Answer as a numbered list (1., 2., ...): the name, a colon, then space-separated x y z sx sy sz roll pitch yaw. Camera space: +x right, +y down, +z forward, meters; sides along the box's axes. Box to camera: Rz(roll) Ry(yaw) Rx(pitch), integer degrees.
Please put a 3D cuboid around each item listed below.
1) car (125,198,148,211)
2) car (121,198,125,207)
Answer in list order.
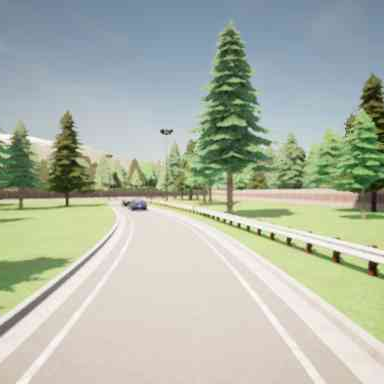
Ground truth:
1. car: -6.573 1.533 40.000 1.994 1.385 4.181 0 0 -17
2. car: -9.504 1.566 49.857 1.895 1.301 4.718 0 0 -16
